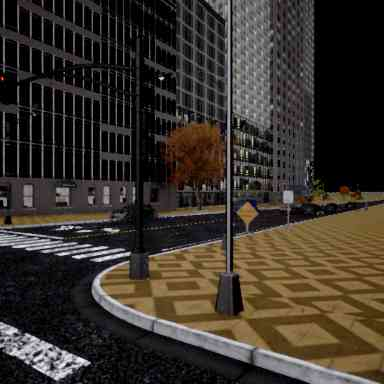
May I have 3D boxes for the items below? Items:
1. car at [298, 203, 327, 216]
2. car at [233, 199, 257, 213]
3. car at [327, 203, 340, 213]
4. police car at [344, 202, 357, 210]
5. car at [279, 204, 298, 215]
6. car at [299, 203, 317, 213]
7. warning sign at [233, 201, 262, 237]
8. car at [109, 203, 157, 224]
[{"bbox_3d":[15.812,2.331,43.407,1.837,1.490,4.892,0,-3,33],"label":"car"},{"bbox_3d":[7.851,2.056,49.329,2.150,2.045,5.566,0,-1,33],"label":"car"},{"bbox_3d":[23.089,2.574,54.707,1.837,1.490,4.892,0,-1,33],"label":"car"},{"bbox_3d":[31.505,2.738,65.842,1.930,1.638,5.238,0,-1,33],"label":"police car"},{"bbox_3d":[13.820,2.401,46.406,2.033,1.411,5.357,0,-1,33],"label":"car"},{"bbox_3d":[19.135,2.533,54.745,1.837,1.490,4.892,0,-1,33],"label":"car"},{"bbox_3d":[3.102,1.454,18.567,1.300,1.860,1.060,1,1,33],"label":"warning sign"},{"bbox_3d":[-5.140,1.756,29.254,2.097,1.767,4.553,0,-1,33],"label":"car"}]
